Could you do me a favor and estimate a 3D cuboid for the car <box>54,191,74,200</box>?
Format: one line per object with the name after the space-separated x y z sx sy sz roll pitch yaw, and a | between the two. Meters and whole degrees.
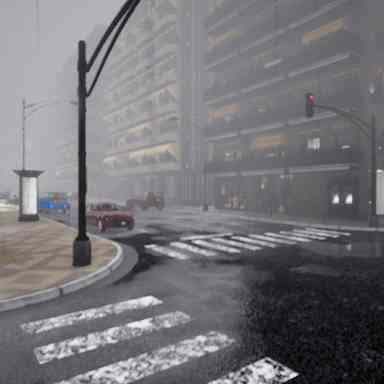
-21.056 0.602 54.487 1.947 1.339 4.313 1 0 -36 | car

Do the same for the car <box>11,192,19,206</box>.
-17.854 0.846 35.827 1.887 1.381 4.507 1 0 -36 | car

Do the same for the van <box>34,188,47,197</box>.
-31.029 0.115 68.213 1.690 1.788 3.998 1 0 -36 | van

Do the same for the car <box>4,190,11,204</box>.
-21.080 0.742 40.266 1.752 1.417 4.829 1 0 -36 | car

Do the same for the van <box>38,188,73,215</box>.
-11.198 0.817 26.675 1.690 1.788 3.998 1 0 -36 | van

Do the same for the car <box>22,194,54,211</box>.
-14.528 0.933 31.252 1.887 1.381 4.507 1 0 -36 | car

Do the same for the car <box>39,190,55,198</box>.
-27.807 0.384 63.776 1.752 1.417 4.829 1 0 -36 | car

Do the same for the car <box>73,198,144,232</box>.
-4.552 1.196 17.525 1.887 1.381 4.507 1 0 -36 | car

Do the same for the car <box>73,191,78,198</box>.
-17.728 0.564 49.911 1.967 1.590 4.097 1 0 -36 | car

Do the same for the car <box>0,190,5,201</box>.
-27.829 0.479 49.554 1.967 1.590 4.097 1 0 -36 | car

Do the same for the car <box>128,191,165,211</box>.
-4.423 0.789 31.607 2.192 1.841 5.009 1 0 -36 | car
